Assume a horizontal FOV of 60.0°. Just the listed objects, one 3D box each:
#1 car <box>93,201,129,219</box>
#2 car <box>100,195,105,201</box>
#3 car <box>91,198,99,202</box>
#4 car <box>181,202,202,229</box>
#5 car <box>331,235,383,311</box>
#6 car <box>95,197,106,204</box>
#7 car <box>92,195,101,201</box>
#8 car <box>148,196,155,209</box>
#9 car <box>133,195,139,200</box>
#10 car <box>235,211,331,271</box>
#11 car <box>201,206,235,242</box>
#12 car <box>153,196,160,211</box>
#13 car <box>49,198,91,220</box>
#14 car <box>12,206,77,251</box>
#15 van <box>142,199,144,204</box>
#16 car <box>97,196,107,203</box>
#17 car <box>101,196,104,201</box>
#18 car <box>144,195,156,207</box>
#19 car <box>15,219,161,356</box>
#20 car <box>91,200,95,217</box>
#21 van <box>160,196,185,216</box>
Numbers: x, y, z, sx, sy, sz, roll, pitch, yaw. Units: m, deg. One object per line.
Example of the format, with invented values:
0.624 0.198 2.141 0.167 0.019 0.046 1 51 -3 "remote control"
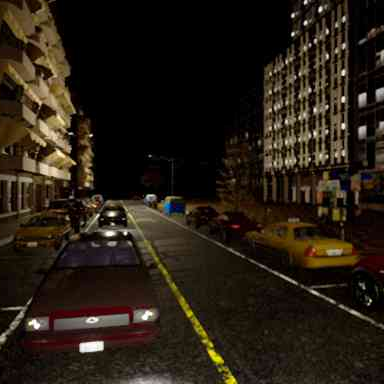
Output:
-5.342 1.547 22.567 2.033 1.411 5.357 0 0 -13 "car"
-13.592 1.559 46.531 1.887 1.381 4.507 0 0 -13 "car"
-9.894 1.554 30.370 2.008 1.369 4.403 0 0 -13 "car"
0.741 1.581 21.463 1.802 1.307 4.206 0 0 -13 "car"
4.439 1.439 5.301 1.967 1.590 4.097 0 0 -13 "car"
-17.291 1.613 62.692 1.802 1.307 4.206 0 0 -13 "car"
-11.127 1.446 35.756 1.967 1.590 4.097 0 0 -13 "car"
-4.191 1.574 43.013 1.947 1.339 4.313 0 0 -13 "car"
-15.287 1.615 91.500 1.887 1.381 4.507 0 0 -13 "car"
3.169 1.524 10.855 1.752 1.417 4.829 0 0 -13 "car"
1.974 1.580 16.077 1.802 1.307 4.206 0 0 -13 "car"
-2.995 1.530 37.790 1.752 1.417 4.829 0 0 -13 "car"
-7.430 1.315 19.594 2.192 1.841 5.009 0 0 -13 "car"
-6.158 1.525 14.042 1.752 1.417 4.829 0 0 -13 "car"
-6.658 1.360 53.788 1.690 1.788 3.998 0 0 -13 "van"
-19.757 1.611 73.467 1.947 1.339 4.313 0 0 -13 "car"
-12.359 1.575 41.144 1.947 1.339 4.313 0 0 -13 "car"
-5.424 1.453 48.400 1.967 1.590 4.097 0 0 -13 "car"
-1.824 1.547 6.761 2.033 1.411 5.357 0 0 -12 "car"
-8.660 1.552 24.982 2.008 1.369 4.403 0 0 -13 "car"
-1.726 1.343 32.238 1.690 1.788 3.998 0 0 -13 "van"
